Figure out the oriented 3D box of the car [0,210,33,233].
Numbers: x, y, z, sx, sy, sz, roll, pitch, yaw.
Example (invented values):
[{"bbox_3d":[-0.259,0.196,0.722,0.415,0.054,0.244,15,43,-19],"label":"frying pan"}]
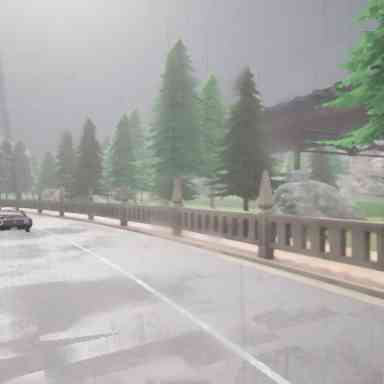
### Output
[{"bbox_3d":[-10.981,1.698,19.782,1.895,1.301,4.718,0,0,-37],"label":"car"}]
